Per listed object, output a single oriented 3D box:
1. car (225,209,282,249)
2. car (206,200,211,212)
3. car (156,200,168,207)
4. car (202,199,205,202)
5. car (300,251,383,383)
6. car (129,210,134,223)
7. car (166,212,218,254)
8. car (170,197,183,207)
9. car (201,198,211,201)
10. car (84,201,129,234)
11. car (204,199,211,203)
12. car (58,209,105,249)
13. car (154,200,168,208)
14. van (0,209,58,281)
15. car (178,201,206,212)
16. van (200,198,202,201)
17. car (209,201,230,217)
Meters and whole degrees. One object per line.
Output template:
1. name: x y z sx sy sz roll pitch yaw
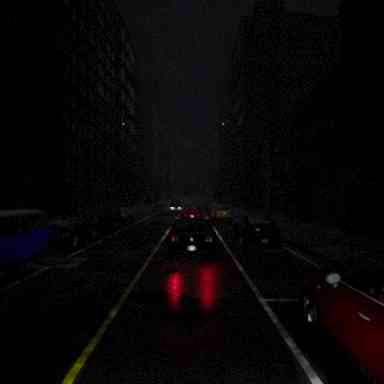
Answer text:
1. car: 2.855 1.701 15.213 2.008 1.369 4.403 0 -1 0
2. car: 2.852 1.924 37.006 2.008 1.369 4.403 0 -1 0
3. car: -5.674 2.224 64.237 1.947 1.339 4.313 0 -1 0
4. car: 2.852 2.052 47.902 1.947 1.339 4.313 0 -1 0
5. car: 2.854 1.483 4.317 1.967 1.590 4.097 0 -1 0
6. car: -5.671 1.784 25.912 1.752 1.417 4.829 0 -1 0
7. car: 0.000 1.740 14.112 1.895 1.301 4.718 0 -1 0
8. car: -3.035 2.225 64.309 1.994 1.385 4.181 0 -1 1
9. car: 2.852 2.109 53.350 1.947 1.339 4.313 0 -1 0
10. car: -5.672 1.520 20.634 2.192 1.841 5.009 0 -1 0
11. car: 2.852 1.956 42.624 1.752 1.417 4.829 0 -1 0
12. car: -5.670 1.701 15.181 2.008 1.369 4.403 0 -1 0
13. car: -5.673 2.183 58.786 1.802 1.307 4.206 0 -1 0
14. van: -5.671 1.437 9.732 1.690 1.788 3.998 0 -1 0
15. car: 0.002 1.820 29.390 1.812 1.442 4.674 0 0 0
16. van: 2.850 1.999 64.249 1.690 1.788 3.998 0 -1 0
17. car: 2.853 1.844 31.728 1.752 1.417 4.829 0 -1 0
